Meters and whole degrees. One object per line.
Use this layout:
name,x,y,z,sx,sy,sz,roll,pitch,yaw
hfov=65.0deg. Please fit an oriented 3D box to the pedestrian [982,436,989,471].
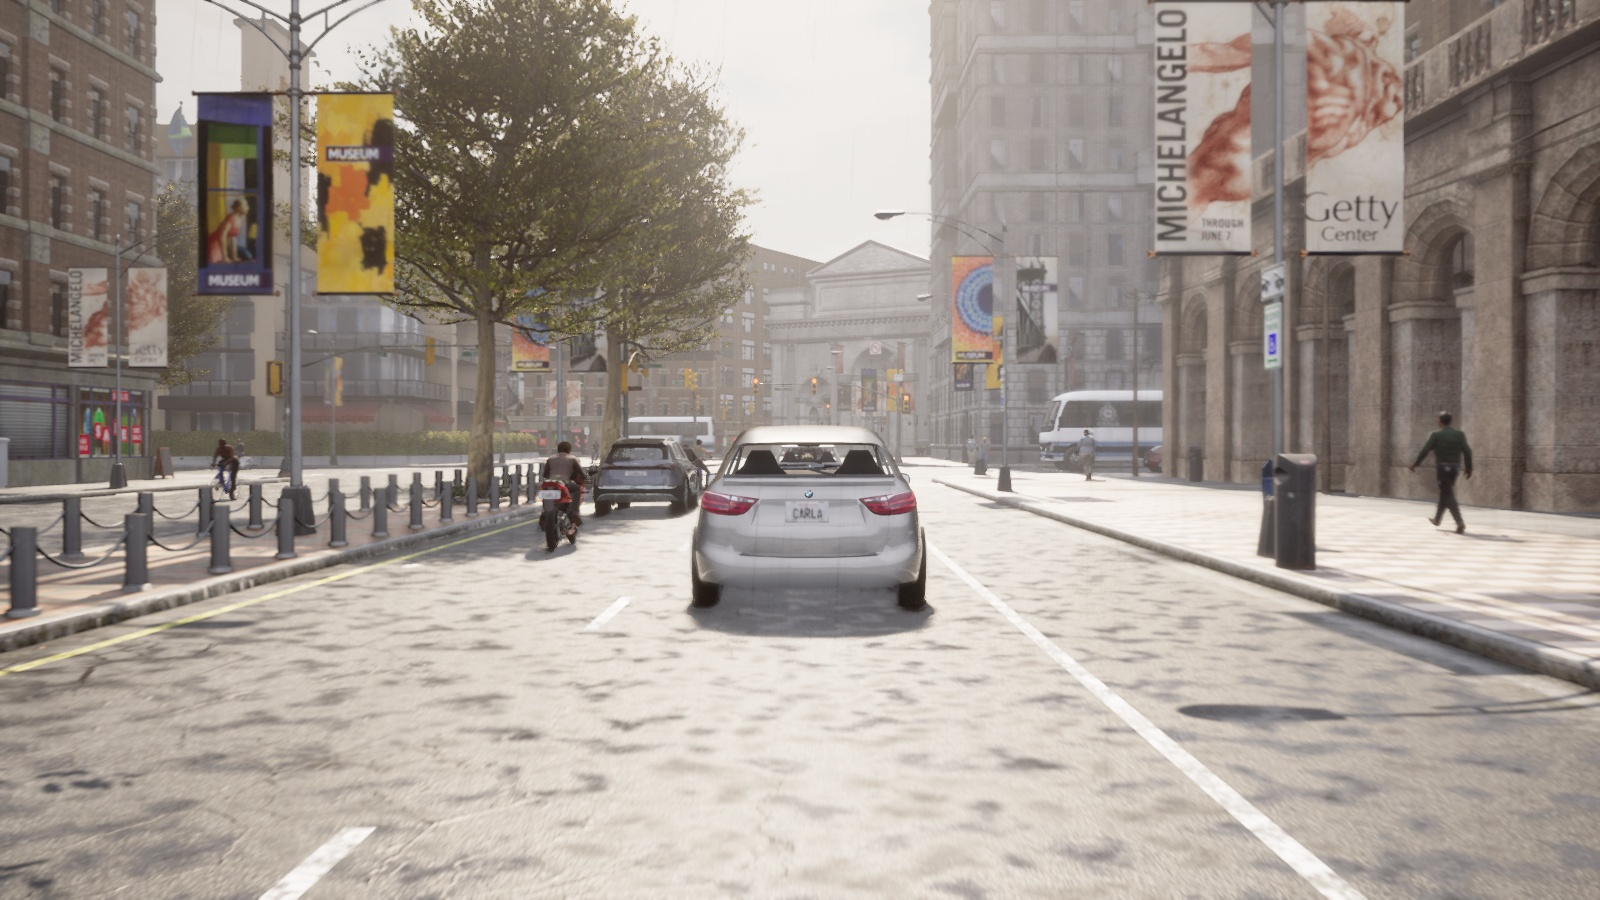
pedestrian,9.802,0.166,66.292,0.354,1.836,0.706,0,0,7

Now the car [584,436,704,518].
car,-3.327,0.518,27.776,2.033,1.649,4.856,0,0,0

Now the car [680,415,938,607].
car,0.091,0.516,13.219,2.242,1.667,4.611,0,0,0

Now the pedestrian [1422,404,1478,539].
pedestrian,9.582,0.306,18.527,0.423,1.949,0.788,0,0,0

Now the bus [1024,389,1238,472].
bus,17.328,-0.990,66.453,10.273,4.253,3.944,0,0,0

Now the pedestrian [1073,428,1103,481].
pedestrian,10.261,0.159,44.785,0.874,1.855,0.900,0,0,0

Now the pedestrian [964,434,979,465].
pedestrian,10.427,-0.019,76.399,0.874,1.855,0.900,0,0,6

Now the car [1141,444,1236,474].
car,19.464,0.421,62.960,4.193,1.474,1.816,0,0,0

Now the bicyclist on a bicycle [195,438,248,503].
bicyclist on a bicycle,-14.802,0.506,32.171,0.582,1.620,1.656,0,1,0

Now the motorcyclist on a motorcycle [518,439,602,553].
motorcyclist on a motorcycle,-3.383,0.624,17.876,0.797,1.523,2.044,0,0,0
